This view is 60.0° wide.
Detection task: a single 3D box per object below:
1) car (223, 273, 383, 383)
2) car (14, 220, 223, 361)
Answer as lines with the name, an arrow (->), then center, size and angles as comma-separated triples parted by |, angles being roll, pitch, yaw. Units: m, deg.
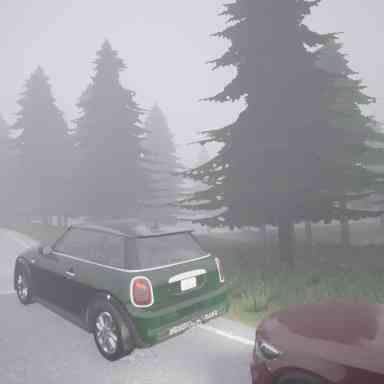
car -> 2.748, 1.531, 2.595 | 4.674, 1.442, 1.812 | 1, 0, 36
car -> -1.577, 1.308, 6.221 | 4.553, 1.767, 2.097 | 1, 1, 44
